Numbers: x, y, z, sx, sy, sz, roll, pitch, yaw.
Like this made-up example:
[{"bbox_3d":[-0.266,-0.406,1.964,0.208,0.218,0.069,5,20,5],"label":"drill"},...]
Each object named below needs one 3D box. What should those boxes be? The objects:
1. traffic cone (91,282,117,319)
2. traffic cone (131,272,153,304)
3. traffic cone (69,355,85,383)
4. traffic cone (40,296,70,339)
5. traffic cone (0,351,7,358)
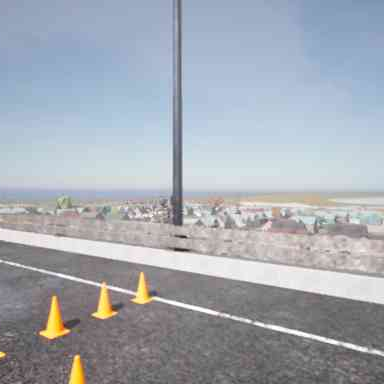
[{"bbox_3d":[-1.632,1.982,6.190,0.340,0.580,0.340,0,0,36],"label":"traffic cone"},{"bbox_3d":[-1.049,1.983,7.003,0.340,0.580,0.340,0,0,36],"label":"traffic cone"},{"bbox_3d":[-1.174,1.971,3.399,0.340,0.580,0.340,0,0,36],"label":"traffic cone"},{"bbox_3d":[-2.216,1.980,5.378,0.340,0.580,0.340,0,0,36],"label":"traffic cone"},{"bbox_3d":[-2.799,1.979,4.566,0.340,0.580,0.340,0,0,36],"label":"traffic cone"}]
